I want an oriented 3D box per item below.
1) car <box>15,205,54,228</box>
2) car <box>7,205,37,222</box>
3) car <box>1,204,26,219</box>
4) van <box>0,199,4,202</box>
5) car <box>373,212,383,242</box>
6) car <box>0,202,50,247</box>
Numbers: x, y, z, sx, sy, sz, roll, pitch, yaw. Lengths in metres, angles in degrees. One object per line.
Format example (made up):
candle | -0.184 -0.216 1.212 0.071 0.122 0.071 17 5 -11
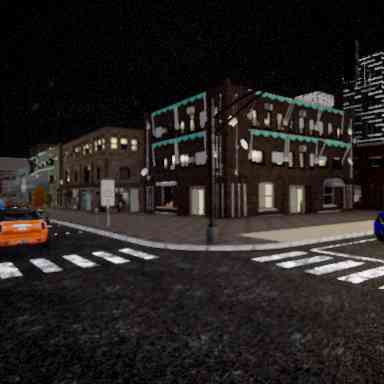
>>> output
car | -12.205 1.810 25.613 2.008 1.369 4.403 -2 0 -35
car | -15.413 1.904 30.123 1.802 1.307 4.206 -2 0 -35
car | -18.622 1.967 34.632 1.802 1.307 4.206 -2 0 -35
van | -28.256 1.908 48.161 1.690 1.788 3.998 -2 0 -35
car | 10.585 1.199 15.222 5.566 2.045 2.150 0 0 -35
car | -8.039 1.516 15.180 2.097 1.767 4.553 -1 0 -34
